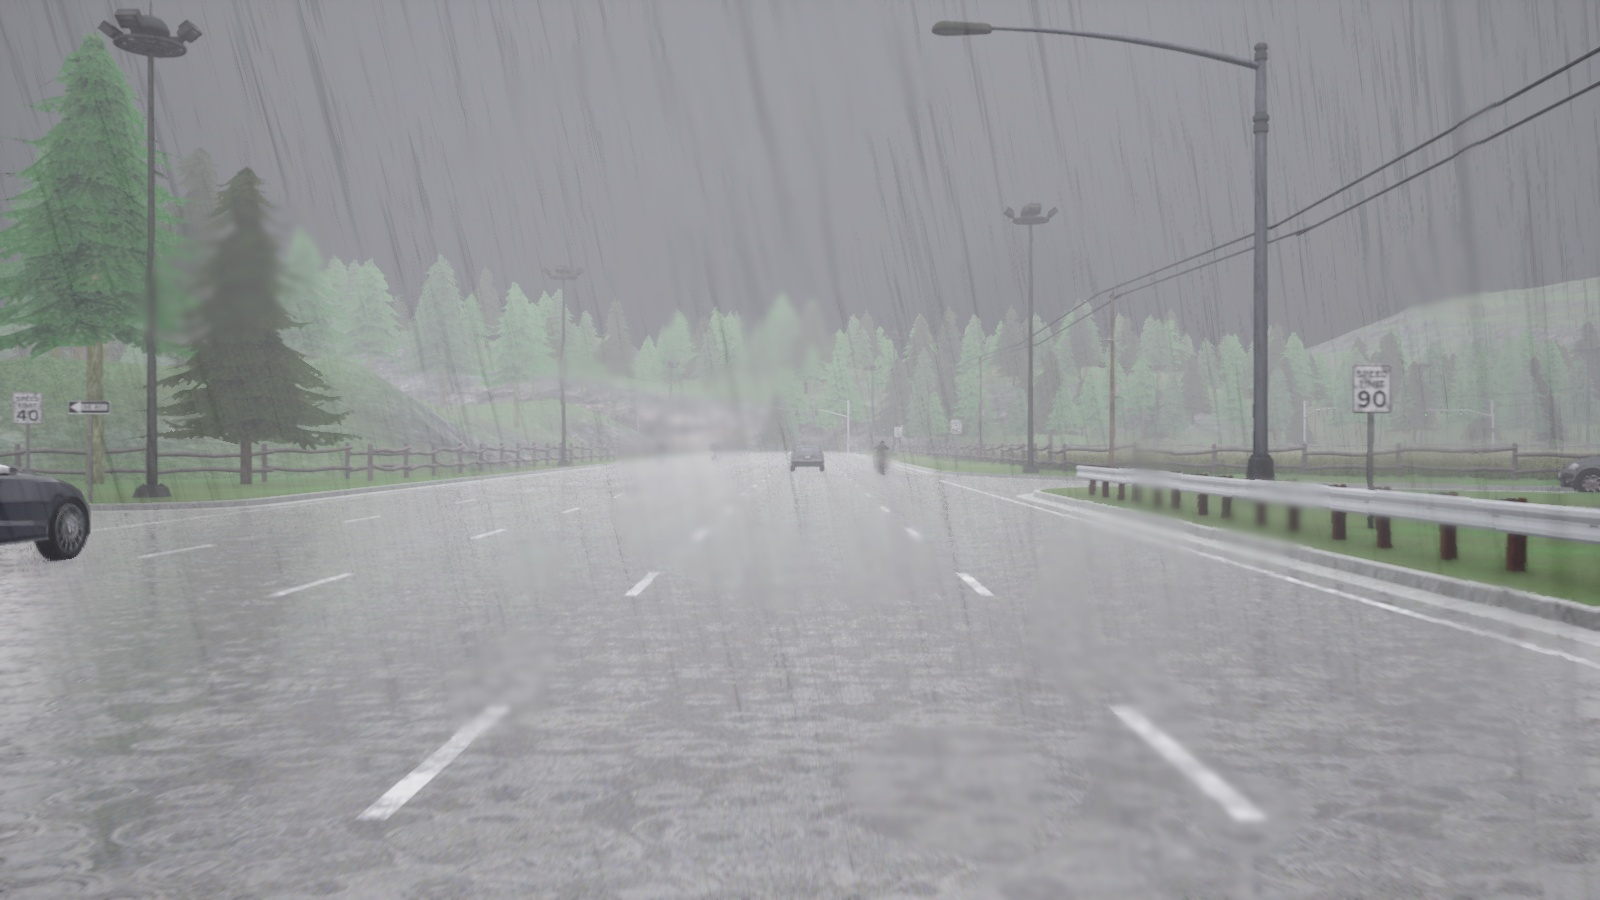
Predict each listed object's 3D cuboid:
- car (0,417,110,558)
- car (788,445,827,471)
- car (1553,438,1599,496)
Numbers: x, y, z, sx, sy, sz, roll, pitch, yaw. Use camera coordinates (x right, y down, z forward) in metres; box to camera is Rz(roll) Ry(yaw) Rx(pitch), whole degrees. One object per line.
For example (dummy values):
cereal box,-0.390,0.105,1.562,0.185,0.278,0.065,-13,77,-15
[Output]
car,-10.403,0.435,14.435,2.152,1.651,5.027,0,0,0
car,0.402,0.407,68.639,2.033,1.411,5.357,0,0,0
car,23.419,0.466,35.030,3.988,1.617,1.851,0,0,26
